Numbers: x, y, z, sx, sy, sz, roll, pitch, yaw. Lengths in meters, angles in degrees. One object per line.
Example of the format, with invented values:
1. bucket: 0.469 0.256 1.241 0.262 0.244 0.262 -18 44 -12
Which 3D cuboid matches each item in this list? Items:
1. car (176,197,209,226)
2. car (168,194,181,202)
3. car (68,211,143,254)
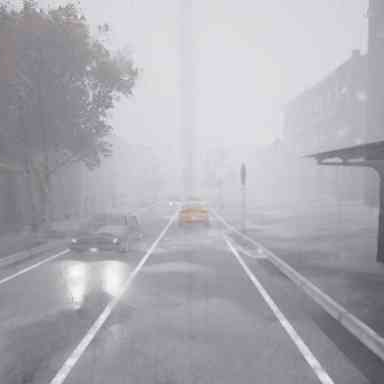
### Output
1. car: 0.132 1.358 22.505 1.882 1.535 5.008 0 1 0
2. car: -2.835 0.989 55.916 1.994 1.385 4.181 0 1 1
3. car: -3.222 1.503 13.595 2.033 1.411 5.357 0 0 0
